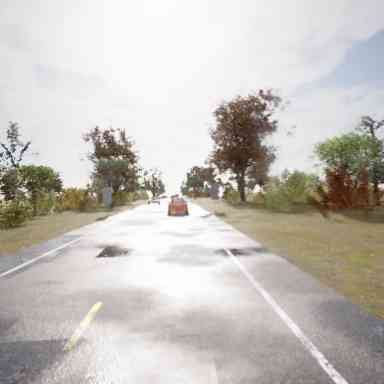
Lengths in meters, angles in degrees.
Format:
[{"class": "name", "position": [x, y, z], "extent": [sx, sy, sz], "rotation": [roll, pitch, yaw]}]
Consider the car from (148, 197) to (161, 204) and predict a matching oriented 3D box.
[{"class": "car", "position": [-5.664, 1.324, 49.953], "extent": [1.812, 1.442, 4.674], "rotation": [-2, 0, -3]}]

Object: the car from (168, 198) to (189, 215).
[{"class": "car", "position": [-1.461, 1.377, 34.642], "extent": [2.097, 1.767, 4.553], "rotation": [-2, 0, -2]}]

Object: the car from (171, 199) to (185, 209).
[{"class": "car", "position": [-1.993, 1.654, 47.264], "extent": [1.895, 1.301, 4.718], "rotation": [-2, 0, -2]}]
